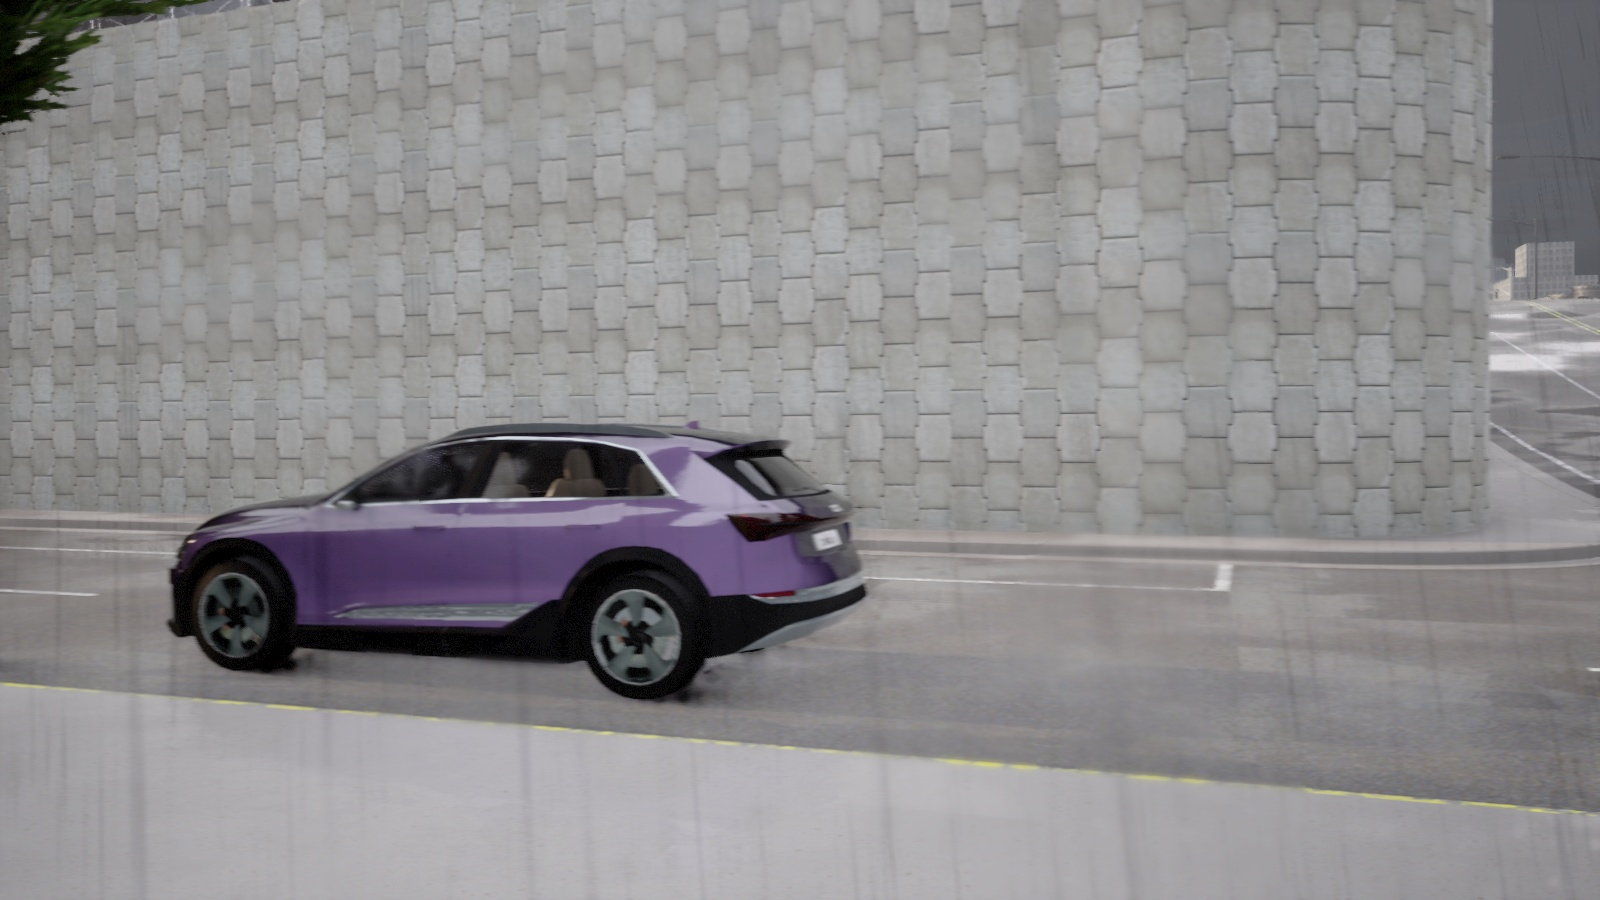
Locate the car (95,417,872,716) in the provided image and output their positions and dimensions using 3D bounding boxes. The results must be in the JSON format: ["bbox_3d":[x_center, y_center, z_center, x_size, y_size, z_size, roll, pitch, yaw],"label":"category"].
[{"bbox_3d":[-2.123,0.610,8.654,4.856,1.649,2.033,1,1,19],"label":"car"}]
